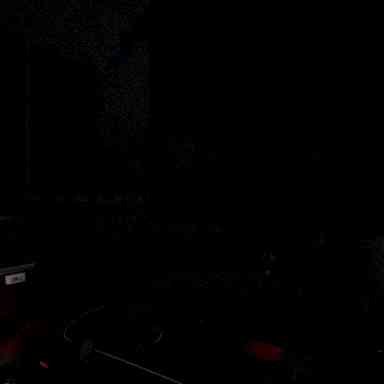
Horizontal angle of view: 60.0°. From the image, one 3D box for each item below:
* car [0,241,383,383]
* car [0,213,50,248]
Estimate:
[{"bbox_3d":[-0.023,1.440,2.976,4.097,1.590,1.967,0,0,35],"label":"car"},{"bbox_3d":[-4.455,1.315,6.127,5.009,1.841,2.192,0,0,35],"label":"car"}]
